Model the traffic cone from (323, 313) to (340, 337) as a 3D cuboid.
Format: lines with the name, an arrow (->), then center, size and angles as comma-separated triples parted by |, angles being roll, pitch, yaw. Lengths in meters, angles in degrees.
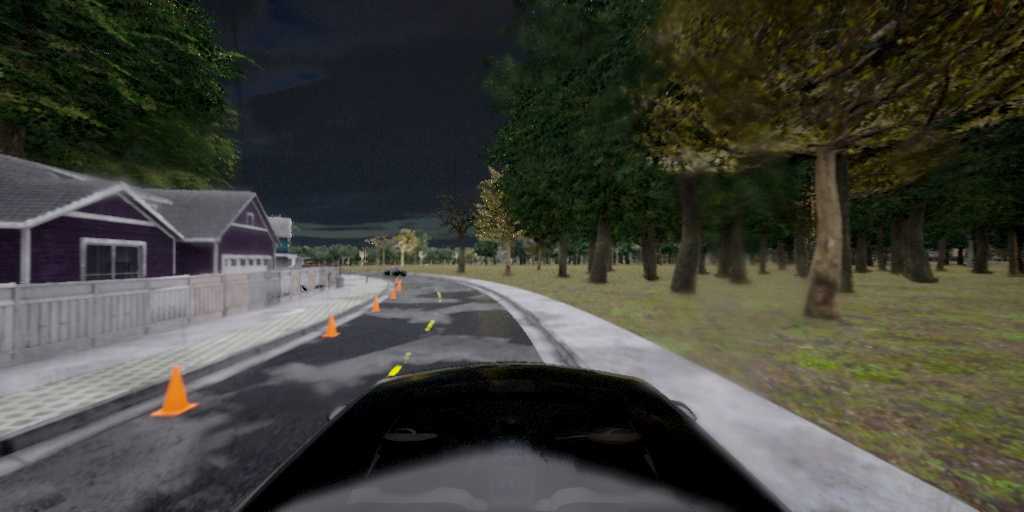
traffic cone -> -4.851, 1.836, 9.638 | 0.340, 0.580, 0.340 | 0, 0, -6

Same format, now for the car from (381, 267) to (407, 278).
car -> -14.875, 2.060, 45.284 | 1.895, 1.301, 4.718 | 0, -1, -36

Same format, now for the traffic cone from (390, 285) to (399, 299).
traffic cone -> -6.372, 1.978, 19.241 | 0.340, 0.580, 0.340 | 0, 0, -12

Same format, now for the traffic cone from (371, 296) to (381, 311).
traffic cone -> -5.480, 1.906, 14.461 | 0.340, 0.580, 0.340 | 0, 0, -9

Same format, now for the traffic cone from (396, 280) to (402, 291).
traffic cone -> -7.525, 2.052, 23.966 | 0.340, 0.580, 0.340 | 0, 0, -15

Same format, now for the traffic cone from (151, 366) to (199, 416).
traffic cone -> -4.487, 1.766, 4.789 | 0.340, 0.580, 0.340 | 0, 0, -3
